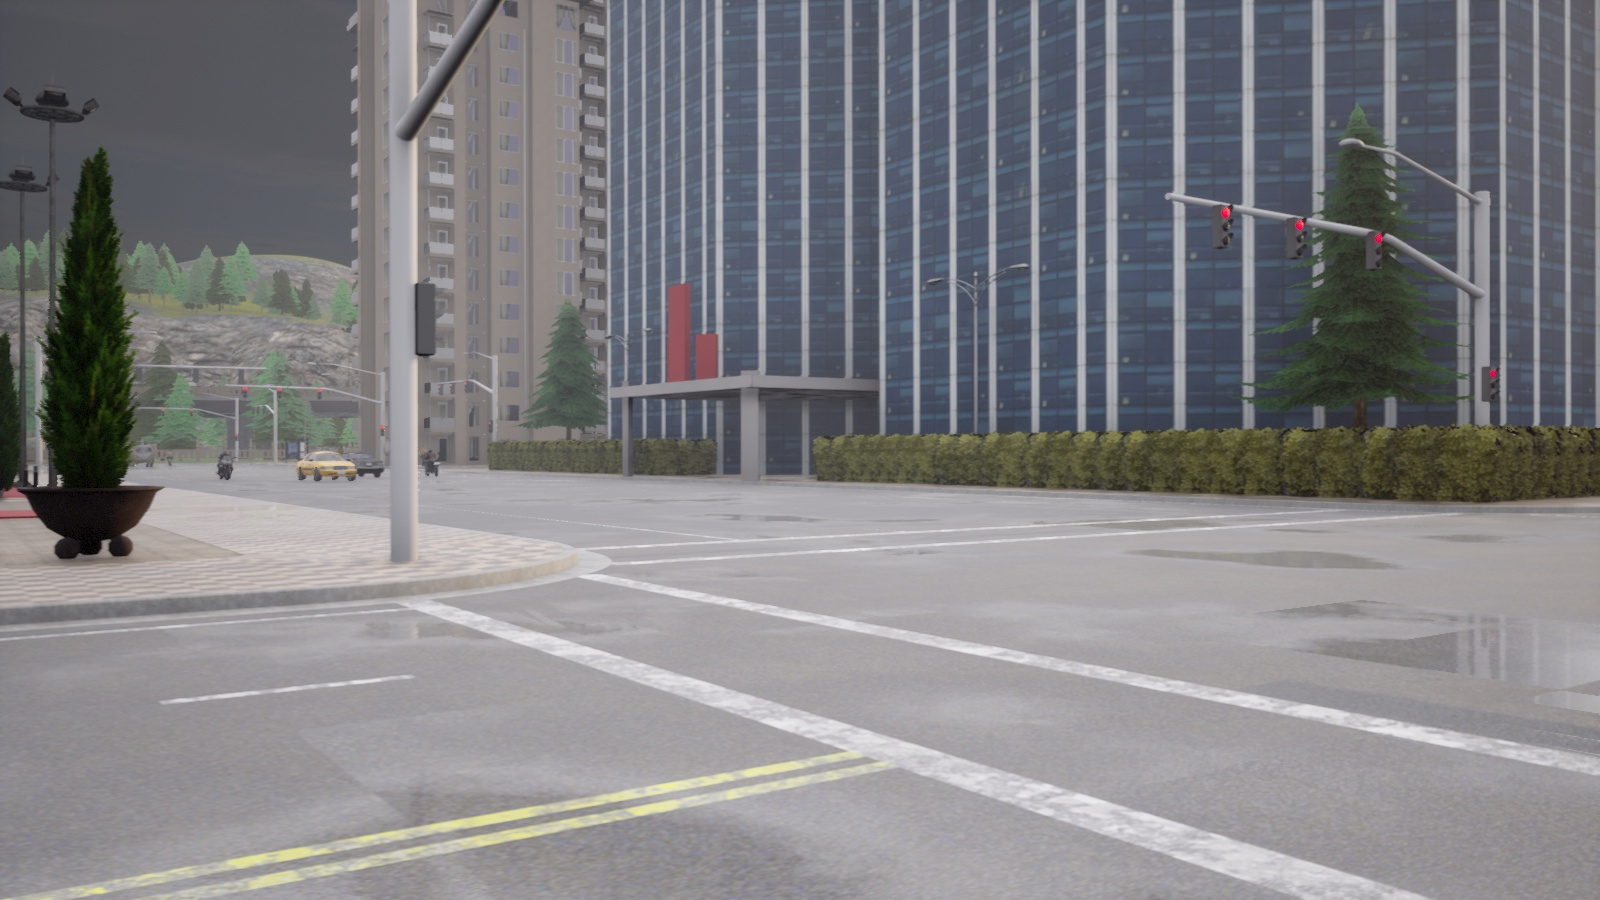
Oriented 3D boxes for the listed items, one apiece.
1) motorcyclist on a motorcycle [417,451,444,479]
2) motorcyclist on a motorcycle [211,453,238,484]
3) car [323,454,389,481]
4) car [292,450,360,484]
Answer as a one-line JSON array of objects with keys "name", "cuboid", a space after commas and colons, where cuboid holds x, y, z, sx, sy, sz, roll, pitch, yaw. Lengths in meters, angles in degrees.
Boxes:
[{"name": "motorcyclist on a motorcycle", "cuboid": [-20.400, 0.821, 69.336, 0.797, 1.523, 2.044, 0, 0, -35]}, {"name": "motorcyclist on a motorcycle", "cuboid": [-29.055, 0.933, 63.392, 0.866, 1.530, 2.191, 0, 0, -35]}, {"name": "car", "cuboid": [-24.465, 0.912, 69.026, 2.033, 1.411, 5.357, 0, 0, -35]}, {"name": "car", "cuboid": [-23.066, 0.800, 60.974, 1.801, 1.575, 5.366, 0, 0, -35]}]
